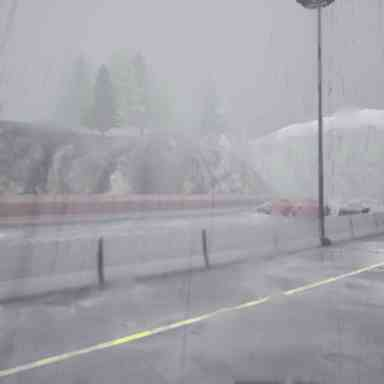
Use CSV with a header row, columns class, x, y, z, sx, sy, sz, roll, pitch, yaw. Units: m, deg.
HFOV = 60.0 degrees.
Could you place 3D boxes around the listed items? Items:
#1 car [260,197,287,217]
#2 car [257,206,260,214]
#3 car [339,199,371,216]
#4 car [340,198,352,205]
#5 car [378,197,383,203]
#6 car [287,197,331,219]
class,x,y,z,sx,sy,sz,roll,pitch,yaw
car,10.176,1.593,36.651,2.150,2.045,5.566,-1,-1,42
car,9.907,1.907,41.649,1.882,1.535,5.008,-1,-1,40
car,16.117,1.775,32.832,1.882,1.535,5.008,-1,-1,42
car,32.743,1.999,70.639,2.128,1.511,4.902,-1,-1,25
car,38.947,1.753,67.382,2.097,1.767,4.553,-1,-1,25
car,12.114,1.548,33.582,2.150,2.045,5.566,-1,-1,42
